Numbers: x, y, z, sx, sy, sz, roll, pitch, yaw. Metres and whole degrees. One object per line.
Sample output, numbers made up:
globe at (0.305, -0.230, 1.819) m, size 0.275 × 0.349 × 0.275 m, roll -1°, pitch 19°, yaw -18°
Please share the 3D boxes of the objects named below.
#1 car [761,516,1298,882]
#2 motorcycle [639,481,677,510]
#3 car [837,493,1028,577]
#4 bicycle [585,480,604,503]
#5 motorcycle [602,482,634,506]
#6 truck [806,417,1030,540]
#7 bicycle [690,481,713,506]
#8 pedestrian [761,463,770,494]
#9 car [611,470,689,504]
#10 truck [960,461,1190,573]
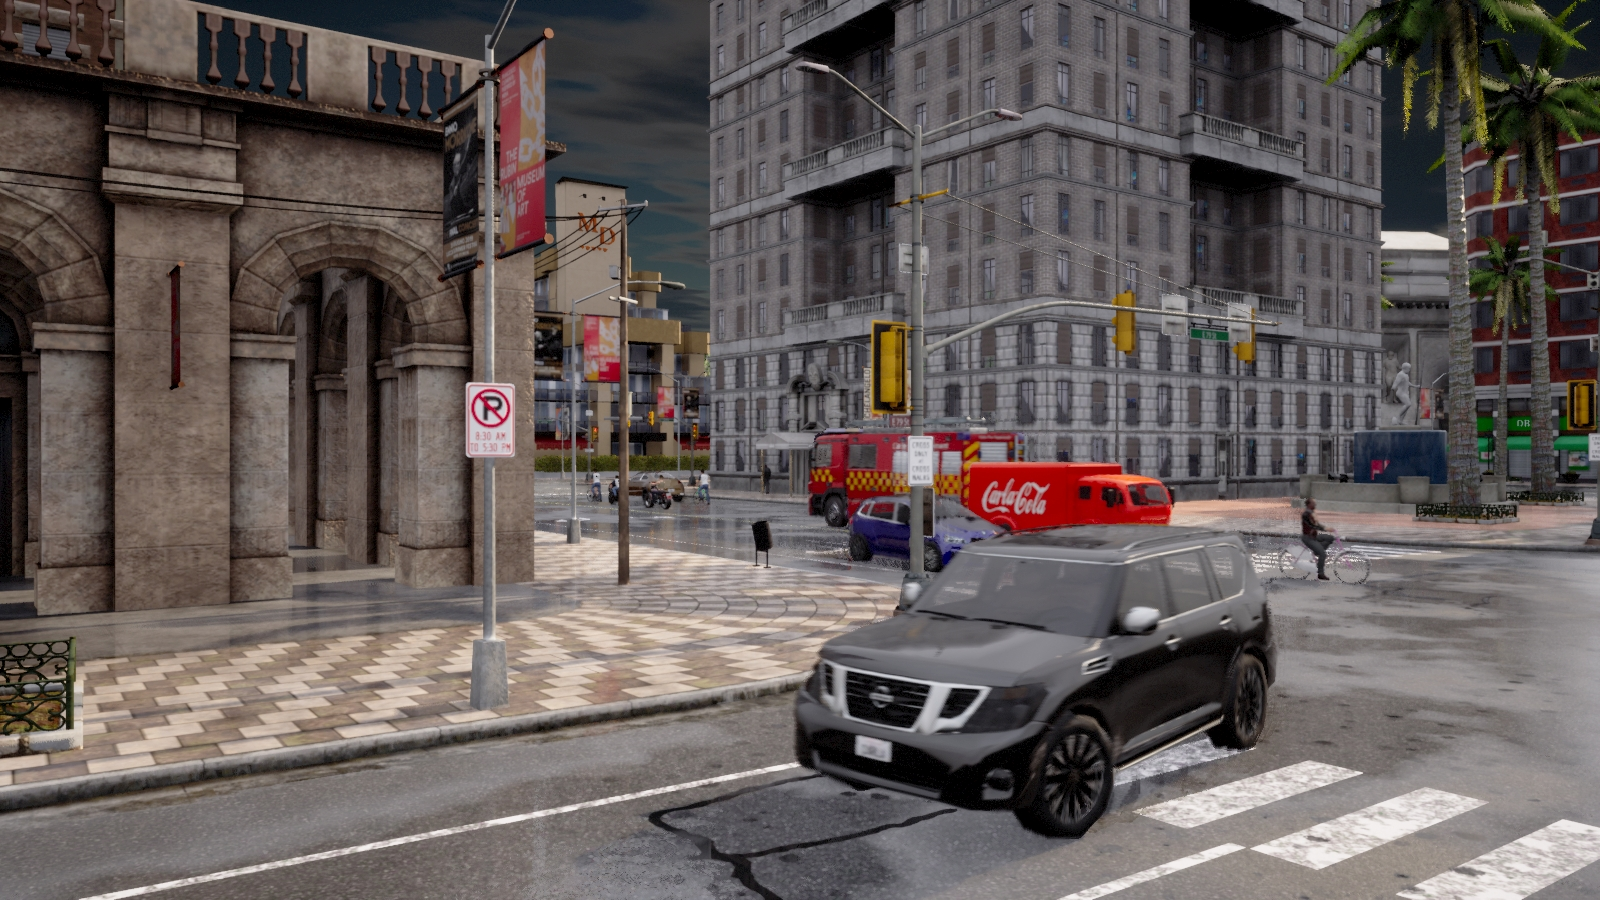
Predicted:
car at (2.368, 1.776, 10.204) m, size 2.150 × 2.045 × 5.566 m, roll 1°, pitch 0°, yaw 42°
motorcycle at (-6.767, 2.160, 54.369) m, size 0.764 × 1.277 × 2.356 m, roll 0°, pitch 0°, yaw -35°
car at (3.098, 1.960, 27.719) m, size 2.242 × 1.667 × 4.611 m, roll 0°, pitch 0°, yaw -31°
bicycle at (-11.030, 2.196, 61.250) m, size 0.373 × 1.196 × 1.643 m, roll 0°, pitch 0°, yaw -35°
motorcycle at (-9.213, 2.204, 57.798) m, size 0.803 × 1.145 × 2.033 m, roll 0°, pitch 0°, yaw -36°
truck at (3.850, 0.881, 39.757) m, size 2.891 × 3.827 × 8.468 m, roll 0°, pitch 0°, yaw -35°
bicycle at (-4.999, 2.195, 57.900) m, size 0.373 × 1.196 × 1.643 m, roll 0°, pitch 0°, yaw -36°
pedestrian at (-2.024, 1.683, 67.507) m, size 0.375 × 1.860 × 0.375 m, roll 0°, pitch 0°, yaw -37°
car at (-8.211, 1.981, 62.259) m, size 2.152 × 1.651 × 5.027 m, roll 0°, pitch 0°, yaw -35°
truck at (6.832, 1.554, 28.947) m, size 2.627 × 2.467 × 5.204 m, roll 0°, pitch 0°, yaw -36°
